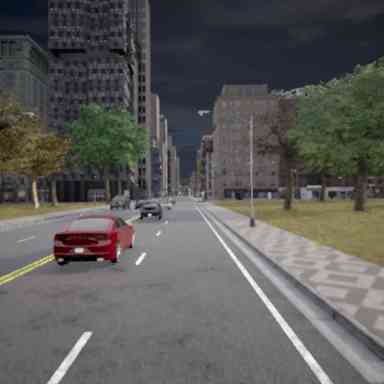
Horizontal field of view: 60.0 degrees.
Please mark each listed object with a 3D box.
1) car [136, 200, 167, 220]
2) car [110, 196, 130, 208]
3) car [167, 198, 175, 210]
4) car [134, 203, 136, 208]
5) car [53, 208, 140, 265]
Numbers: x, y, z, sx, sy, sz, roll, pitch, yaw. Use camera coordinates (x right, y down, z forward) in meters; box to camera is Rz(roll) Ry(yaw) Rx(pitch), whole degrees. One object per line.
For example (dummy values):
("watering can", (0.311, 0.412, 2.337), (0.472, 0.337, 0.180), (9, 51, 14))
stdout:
("car", (-3.599, 1.690, 30.435), (1.837, 1.490, 4.892), (0, 0, -1))
("car", (-10.491, 1.570, 48.994), (2.150, 2.045, 5.566), (0, 0, -1))
("car", (-3.873, 1.892, 48.053), (1.895, 1.301, 4.718), (0, 0, -1))
("car", (-7.239, 1.899, 49.097), (2.033, 1.411, 5.357), (0, 0, -1))
("car", (-3.315, 1.560, 12.138), (1.882, 1.535, 5.008), (0, 0, -1))
